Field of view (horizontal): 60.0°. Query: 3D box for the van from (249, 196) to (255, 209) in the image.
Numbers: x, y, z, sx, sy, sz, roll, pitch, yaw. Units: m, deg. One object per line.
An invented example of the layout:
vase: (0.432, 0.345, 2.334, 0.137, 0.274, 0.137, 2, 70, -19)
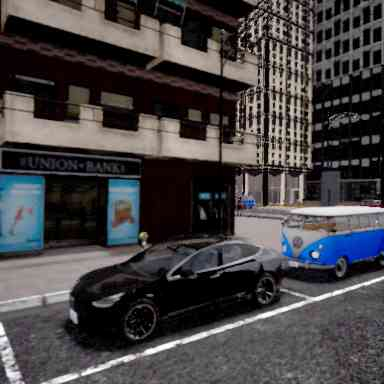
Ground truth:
van: (6.777, 1.347, 45.472, 1.690, 1.788, 3.998, 1, -1, -35)

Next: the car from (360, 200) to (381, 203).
car: (16.584, 1.468, 31.653, 1.967, 1.590, 4.097, 1, -1, -35)

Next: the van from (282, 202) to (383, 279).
van: (4.349, 1.333, 9.807, 3.998, 1.788, 1.690, 0, 1, -35)

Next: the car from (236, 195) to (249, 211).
car: (3.710, 1.124, 39.799, 2.150, 2.045, 5.566, 1, -1, -35)

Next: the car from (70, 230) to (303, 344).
car: (-0.066, 1.563, 6.455, 4.313, 1.339, 1.947, 0, 1, -35)
